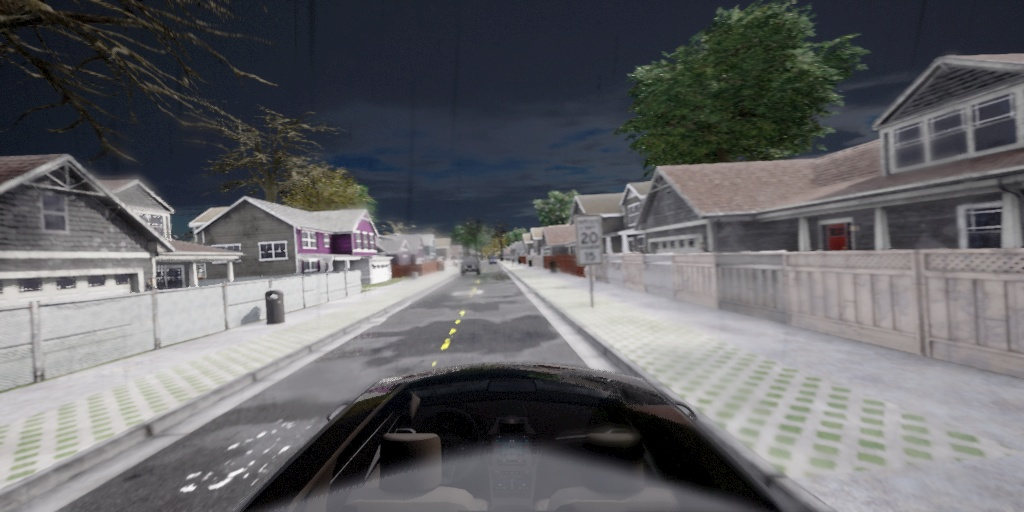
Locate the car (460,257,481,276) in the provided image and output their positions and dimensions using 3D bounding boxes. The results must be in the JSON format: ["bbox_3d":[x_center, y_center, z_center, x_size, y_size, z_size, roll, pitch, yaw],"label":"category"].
[{"bbox_3d":[-4.859,1.196,42.733,2.150,2.045,5.566,-4,0,-3],"label":"car"}]
